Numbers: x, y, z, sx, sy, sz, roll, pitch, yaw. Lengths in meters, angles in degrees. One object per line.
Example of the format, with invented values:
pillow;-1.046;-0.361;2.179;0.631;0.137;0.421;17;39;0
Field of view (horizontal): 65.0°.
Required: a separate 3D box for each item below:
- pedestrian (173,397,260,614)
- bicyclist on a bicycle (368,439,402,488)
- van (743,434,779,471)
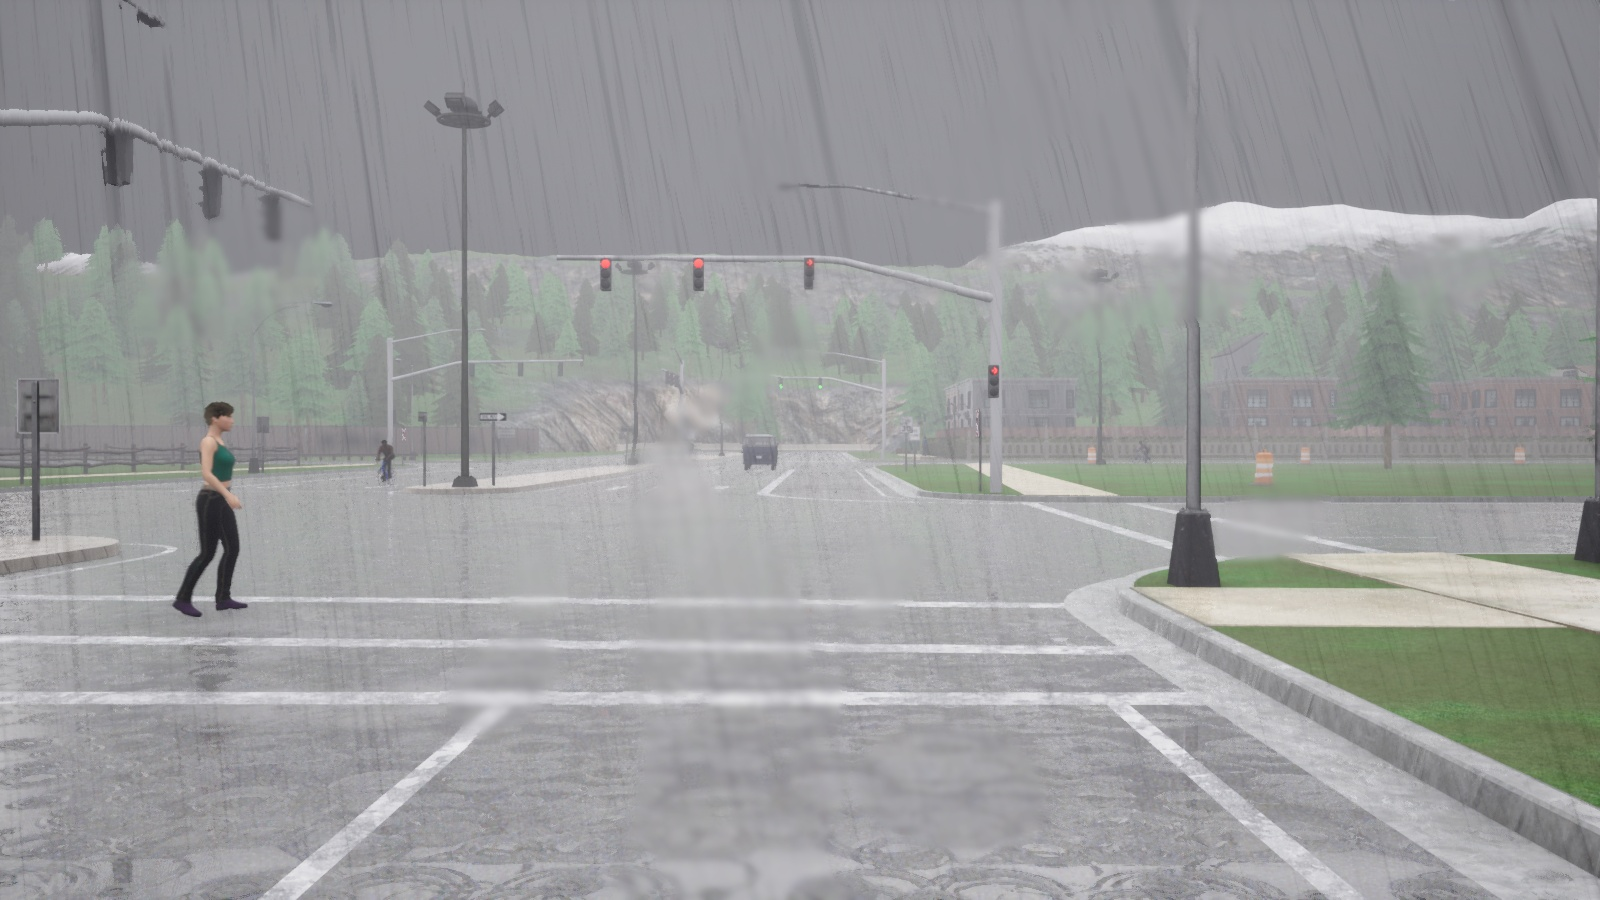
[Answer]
pedestrian;-5.040;0.470;10.860;0.594;1.836;0.345;0;0;-6
bicyclist on a bicycle;-14.233;0.445;43.113;0.582;1.620;1.656;0;1;1
van;-2.169;0.102;70.111;1.775;1.987;4.442;0;0;1
